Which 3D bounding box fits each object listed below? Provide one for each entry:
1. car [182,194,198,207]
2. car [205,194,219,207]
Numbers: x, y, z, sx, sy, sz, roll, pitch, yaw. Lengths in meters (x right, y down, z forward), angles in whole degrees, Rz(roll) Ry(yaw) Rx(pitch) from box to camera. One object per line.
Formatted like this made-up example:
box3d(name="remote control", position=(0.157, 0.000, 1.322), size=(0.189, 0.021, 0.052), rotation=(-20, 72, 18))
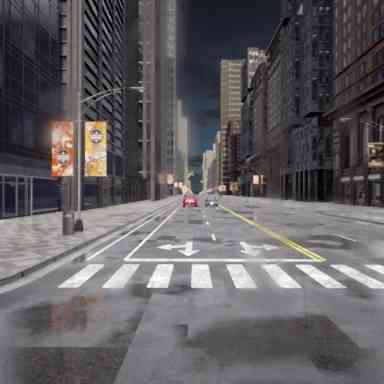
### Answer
box3d(name="car", position=(-0.286, 1.263, 51.188), size=(2.150, 2.045, 5.566), rotation=(0, 0, 0))
box3d(name="car", position=(2.964, 1.536, 51.193), size=(2.128, 1.511, 4.902), rotation=(0, 0, 0))
